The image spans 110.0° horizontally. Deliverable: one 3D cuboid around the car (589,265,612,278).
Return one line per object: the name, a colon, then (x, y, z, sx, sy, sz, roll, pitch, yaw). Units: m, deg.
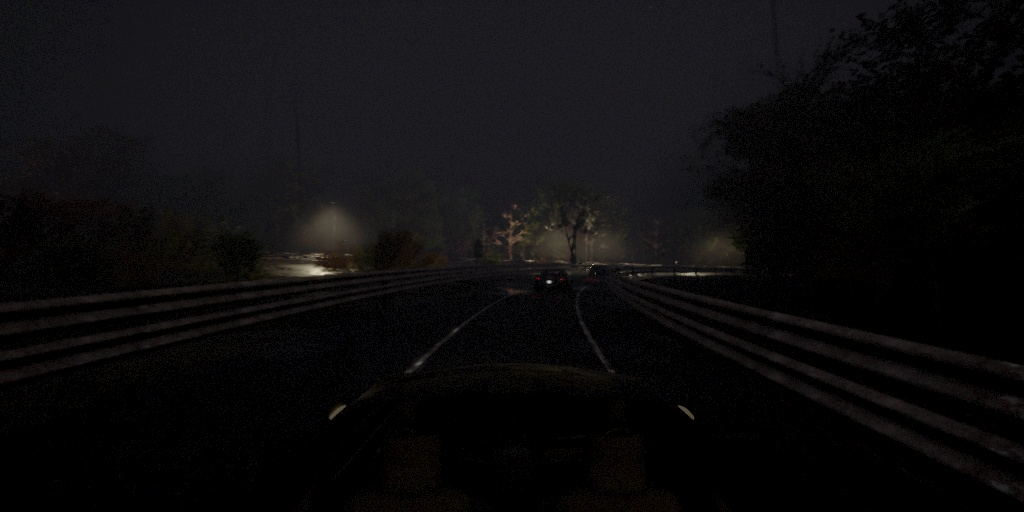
car: (10.566, 1.784, 42.319, 1.837, 1.490, 4.892, 0, -2, 30)

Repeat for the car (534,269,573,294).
car: (2.645, 1.480, 22.316, 1.994, 1.385, 4.181, 1, 0, 15)
